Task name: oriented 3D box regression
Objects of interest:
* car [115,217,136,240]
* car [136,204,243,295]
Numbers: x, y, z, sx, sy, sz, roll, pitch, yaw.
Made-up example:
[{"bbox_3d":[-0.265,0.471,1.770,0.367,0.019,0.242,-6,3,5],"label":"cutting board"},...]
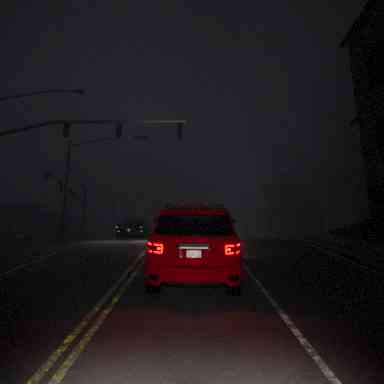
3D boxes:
[{"bbox_3d":[-3.653,2.413,21.584,1.837,1.490,4.892,0,-11,0],"label":"car"},{"bbox_3d":[0.066,1.346,9.221,2.150,2.045,5.566,1,-1,1],"label":"car"}]
